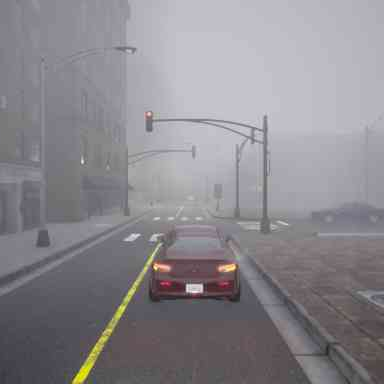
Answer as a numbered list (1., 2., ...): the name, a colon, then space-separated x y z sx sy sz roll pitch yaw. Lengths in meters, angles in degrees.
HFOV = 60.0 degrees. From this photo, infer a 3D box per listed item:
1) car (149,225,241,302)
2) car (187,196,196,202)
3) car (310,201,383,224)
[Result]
1. car: 0.074 1.526 8.139 1.812 1.442 4.674 0 0 1
2. car: -0.150 1.567 76.115 1.812 1.442 4.674 0 0 0
3. car: 11.078 1.432 23.851 5.008 1.535 1.882 0 0 0
